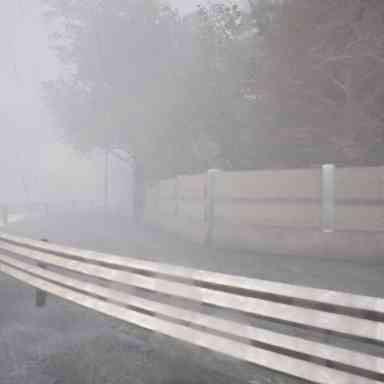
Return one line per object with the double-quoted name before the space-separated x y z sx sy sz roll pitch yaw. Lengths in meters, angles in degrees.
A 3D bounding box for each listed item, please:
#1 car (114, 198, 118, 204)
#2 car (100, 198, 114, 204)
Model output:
"car" -20.509 2.373 86.913 2.128 1.511 4.902 0 -1 -3
"car" -20.011 2.050 76.614 1.882 1.535 5.008 0 -1 -3
